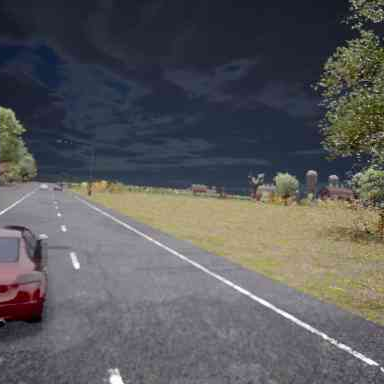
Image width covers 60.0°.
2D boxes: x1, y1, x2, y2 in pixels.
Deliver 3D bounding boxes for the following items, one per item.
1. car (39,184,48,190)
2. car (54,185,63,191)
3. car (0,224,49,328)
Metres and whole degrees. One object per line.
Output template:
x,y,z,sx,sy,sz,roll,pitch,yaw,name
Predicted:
-38.020,-1.209,85.467,1.812,1.442,4.674,4,0,-23,car
-34.805,-0.959,86.828,1.994,1.385,4.181,4,0,-23,car
-3.810,1.297,6.339,1.994,1.385,4.181,4,0,-23,car
